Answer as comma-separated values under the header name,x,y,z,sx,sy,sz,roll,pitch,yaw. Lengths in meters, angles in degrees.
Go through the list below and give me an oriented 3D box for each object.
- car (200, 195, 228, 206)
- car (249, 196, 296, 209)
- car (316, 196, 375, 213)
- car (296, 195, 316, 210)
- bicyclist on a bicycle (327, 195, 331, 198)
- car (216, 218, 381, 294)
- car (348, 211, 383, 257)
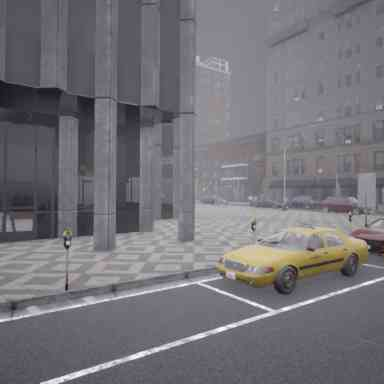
name,x,y,z,sx,sy,sz,roll,pitch,yaw
car,3.094,1.156,47.478,2.128,1.511,4.902,1,0,-35
car,9.055,1.307,39.020,2.033,1.411,5.357,1,0,-36
car,14.576,1.198,31.210,2.097,1.767,4.553,1,0,-35
car,12.867,1.162,39.178,2.097,1.767,4.553,1,0,-35
bicyclist on a bicycle,16.332,1.158,39.536,1.656,1.620,0.582,0,0,-35
car,2.821,1.527,8.777,4.829,1.417,1.752,0,1,-36
car,7.535,1.547,12.148,4.507,1.381,1.887,0,1,-36
